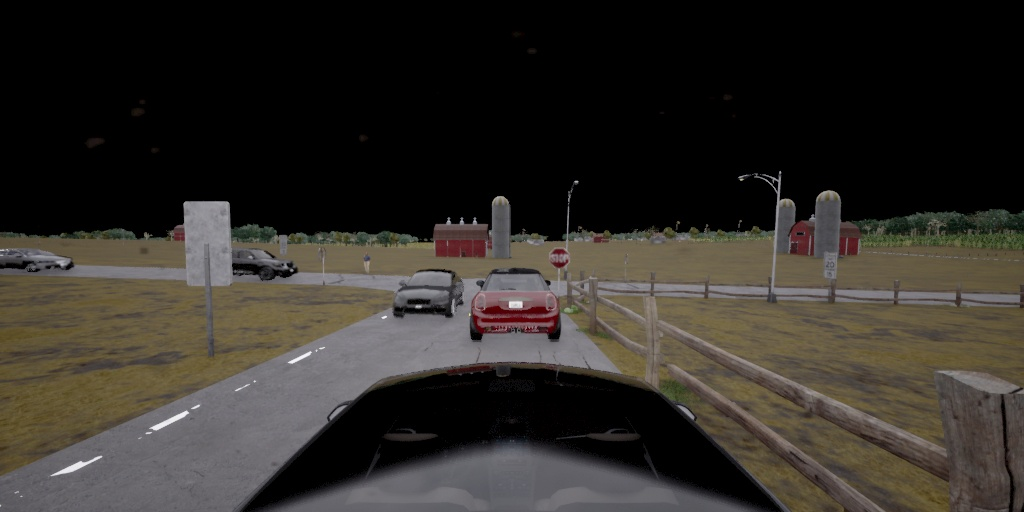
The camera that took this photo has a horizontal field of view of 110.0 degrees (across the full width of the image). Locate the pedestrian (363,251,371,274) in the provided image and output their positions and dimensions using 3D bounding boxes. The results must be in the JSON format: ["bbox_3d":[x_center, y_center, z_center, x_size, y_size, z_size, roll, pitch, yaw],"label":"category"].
[{"bbox_3d":[-12.073,0.530,29.864,0.375,1.860,0.375,0,1,0],"label":"pedestrian"}]

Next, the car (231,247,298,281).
[{"bbox_3d":[-17.440,0.493,23.906,5.566,2.045,2.150,3,3,0],"label":"car"}]

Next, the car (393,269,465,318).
[{"bbox_3d":[-2.794,1.247,12.976,1.837,1.490,4.892,1,0,-1],"label":"car"}]

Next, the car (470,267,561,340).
[{"bbox_3d":[0.055,1.095,10.066,2.097,1.767,4.553,0,0,-1],"label":"car"}]

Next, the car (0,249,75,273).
[{"bbox_3d":[-32.399,0.272,23.971,4.902,1.511,2.128,2,3,0],"label":"car"}]
